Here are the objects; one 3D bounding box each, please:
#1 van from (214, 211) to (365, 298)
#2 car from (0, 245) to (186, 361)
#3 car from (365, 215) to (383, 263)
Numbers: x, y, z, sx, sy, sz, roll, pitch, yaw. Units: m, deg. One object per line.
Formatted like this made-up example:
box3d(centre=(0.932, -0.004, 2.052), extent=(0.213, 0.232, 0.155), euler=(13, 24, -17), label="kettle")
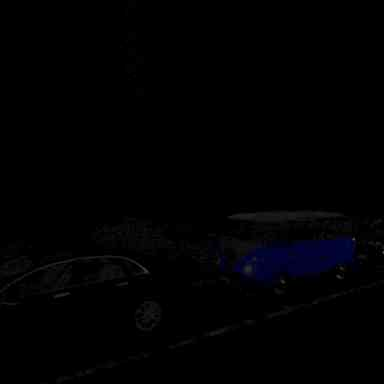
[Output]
box3d(centre=(2.431, 1.394, 8.386), extent=(3.998, 1.788, 1.690), euler=(1, -1, -35), label="van")
box3d(centre=(-2.159, 1.560, 5.112), extent=(4.403, 1.369, 2.008), euler=(1, -1, -35), label="car")
box3d(centre=(7.019, 1.537, 11.657), extent=(4.097, 1.590, 1.967), euler=(1, -1, -35), label="car")
